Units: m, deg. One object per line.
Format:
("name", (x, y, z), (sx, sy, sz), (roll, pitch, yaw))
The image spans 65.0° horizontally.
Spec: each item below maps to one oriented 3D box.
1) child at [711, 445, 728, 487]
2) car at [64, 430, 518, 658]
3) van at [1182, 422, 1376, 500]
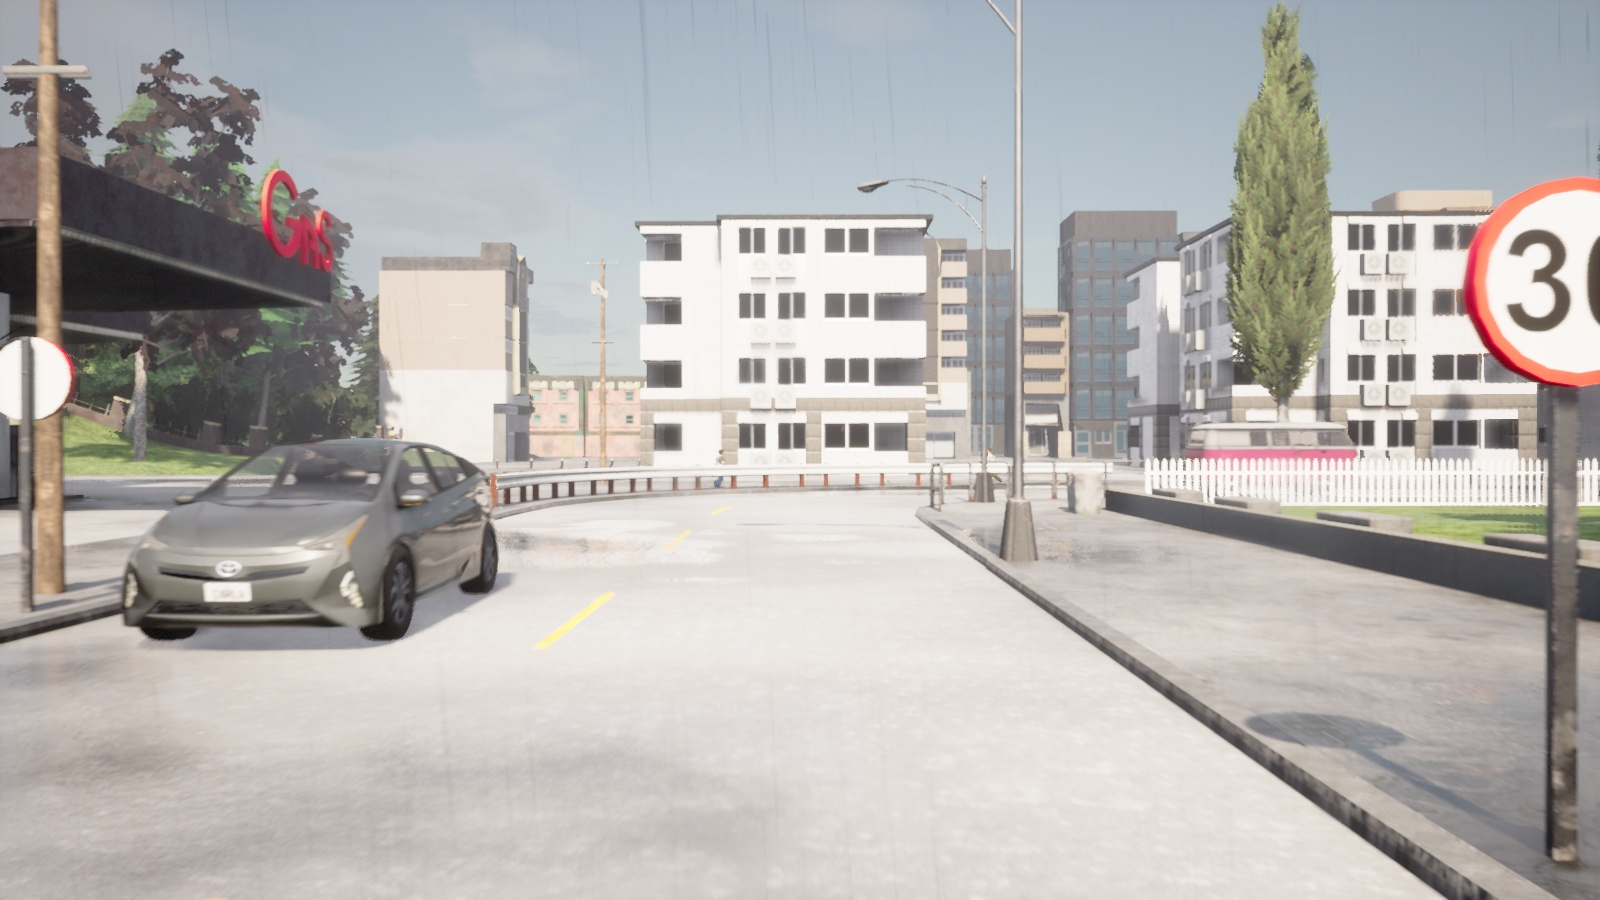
("child", (-2.412, 0.477, 37.715), (0.437, 1.263, 0.270), (0, 1, -40))
("car", (-3.925, 0.617, 10.682), (2.007, 1.525, 4.514), (0, 0, 0))
("van", (12.549, 0.283, 33.075), (4.442, 1.987, 1.775), (0, 0, -1))
